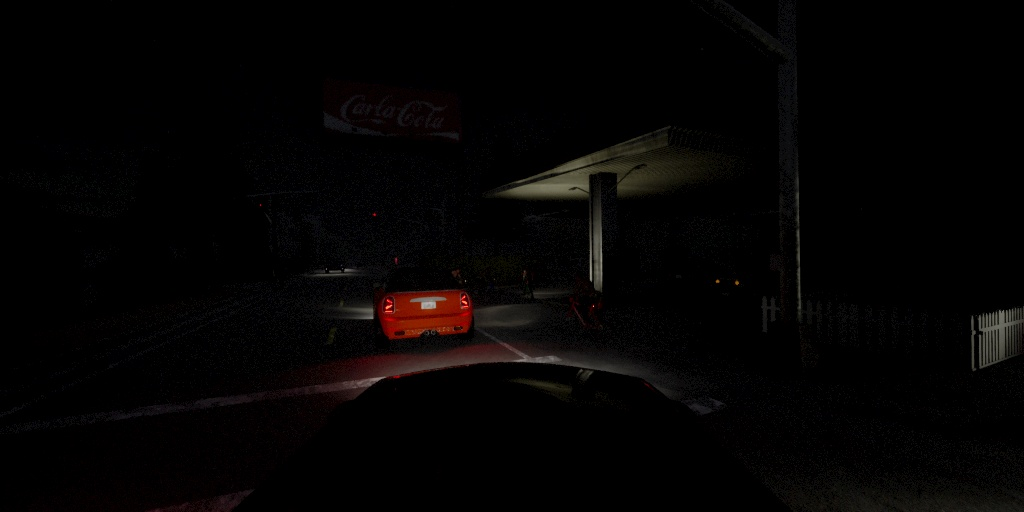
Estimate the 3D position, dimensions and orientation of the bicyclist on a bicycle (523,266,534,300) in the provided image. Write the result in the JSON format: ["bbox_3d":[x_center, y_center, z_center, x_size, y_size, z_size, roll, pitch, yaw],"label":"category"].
[{"bbox_3d":[0.824,1.332,17.861,0.582,1.620,1.656,-1,0,16],"label":"bicyclist on a bicycle"}]

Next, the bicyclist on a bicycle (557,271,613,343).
[{"bbox_3d":[1.719,1.199,8.651,0.582,1.620,1.656,3,-2,-42],"label":"bicyclist on a bicycle"}]

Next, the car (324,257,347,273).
[{"bbox_3d":[-23.614,1.211,47.848,2.150,2.045,5.566,-1,0,-25],"label":"car"}]

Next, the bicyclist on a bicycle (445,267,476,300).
[{"bbox_3d":[-2.595,1.318,16.371,1.656,1.620,0.582,1,0,37],"label":"bicyclist on a bicycle"}]

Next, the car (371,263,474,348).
[{"bbox_3d":[-2.527,1.057,9.444,2.097,1.767,4.553,-1,0,-22],"label":"car"}]

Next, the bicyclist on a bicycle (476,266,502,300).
[{"bbox_3d":[-1.285,1.344,17.750,1.656,1.620,0.582,0,0,-21],"label":"bicyclist on a bicycle"}]
